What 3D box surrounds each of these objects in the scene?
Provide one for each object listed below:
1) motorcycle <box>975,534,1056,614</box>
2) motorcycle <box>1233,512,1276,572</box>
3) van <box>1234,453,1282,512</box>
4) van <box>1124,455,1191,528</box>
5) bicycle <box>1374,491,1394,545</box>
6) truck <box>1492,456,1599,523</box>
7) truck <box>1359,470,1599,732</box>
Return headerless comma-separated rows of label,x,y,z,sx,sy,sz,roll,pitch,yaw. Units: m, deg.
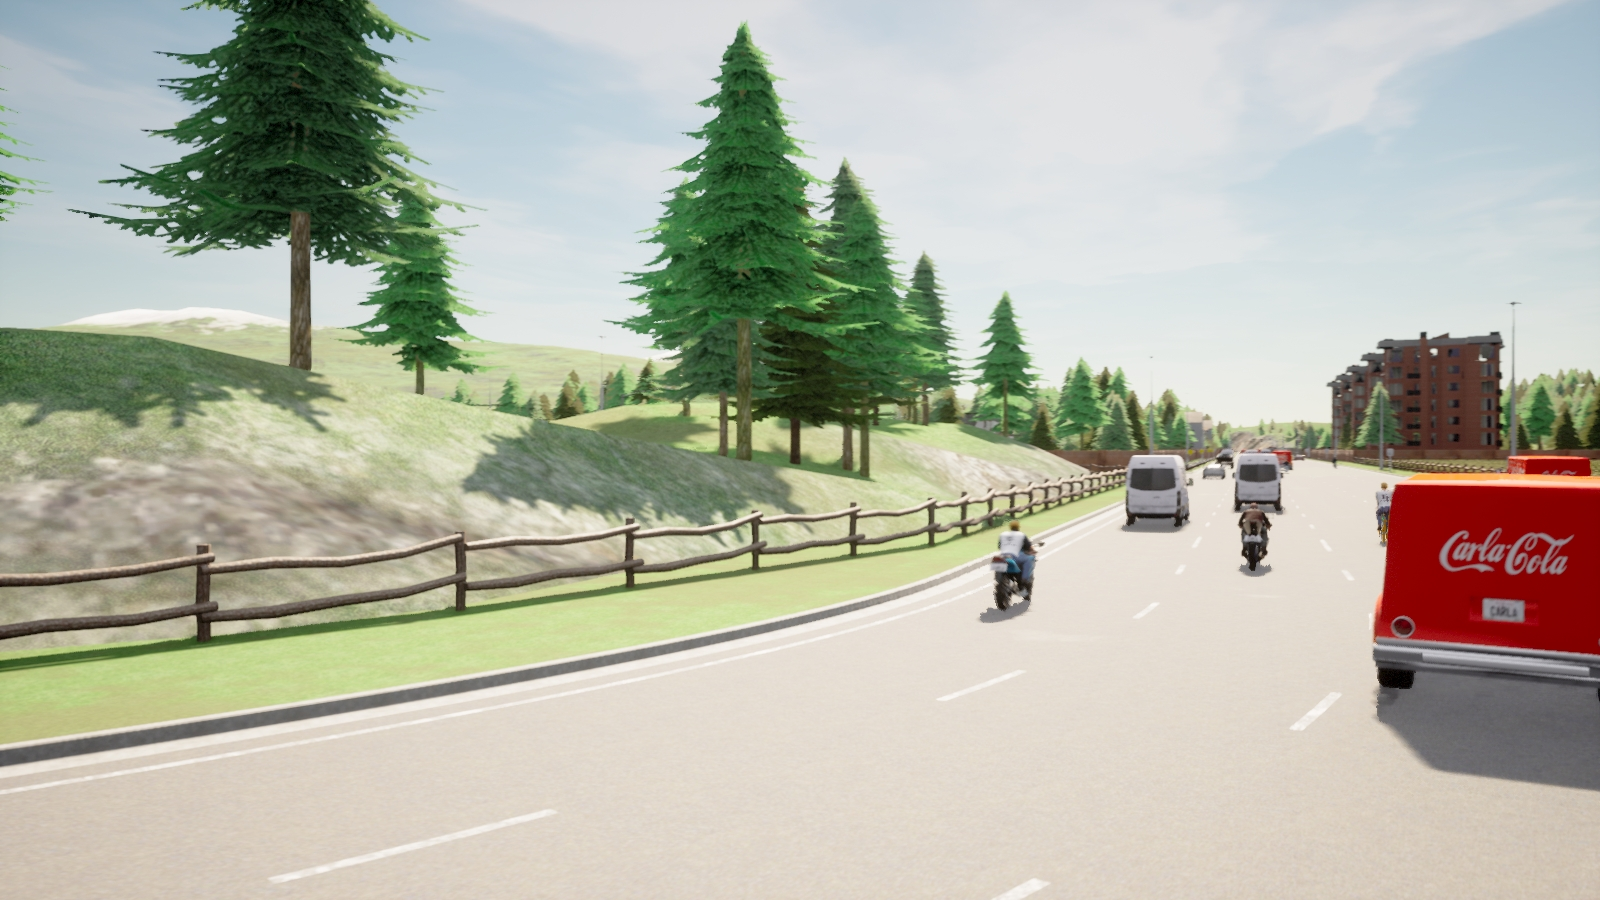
motorcycle,3.842,2.162,20.262,0.803,1.199,2.033,-3,-1,28
motorcycle,10.818,2.163,27.178,0.867,1.251,2.209,-1,0,24
van,21.478,1.453,53.603,1.988,2.561,5.915,0,0,22
van,13.676,1.476,43.510,1.988,2.561,5.915,0,0,22
bicycle,17.275,1.996,33.812,0.373,1.496,1.643,0,0,22
truck,29.580,1.478,45.517,2.627,2.467,5.204,0,0,22
truck,8.538,1.537,13.880,2.627,2.467,5.204,0,0,32
